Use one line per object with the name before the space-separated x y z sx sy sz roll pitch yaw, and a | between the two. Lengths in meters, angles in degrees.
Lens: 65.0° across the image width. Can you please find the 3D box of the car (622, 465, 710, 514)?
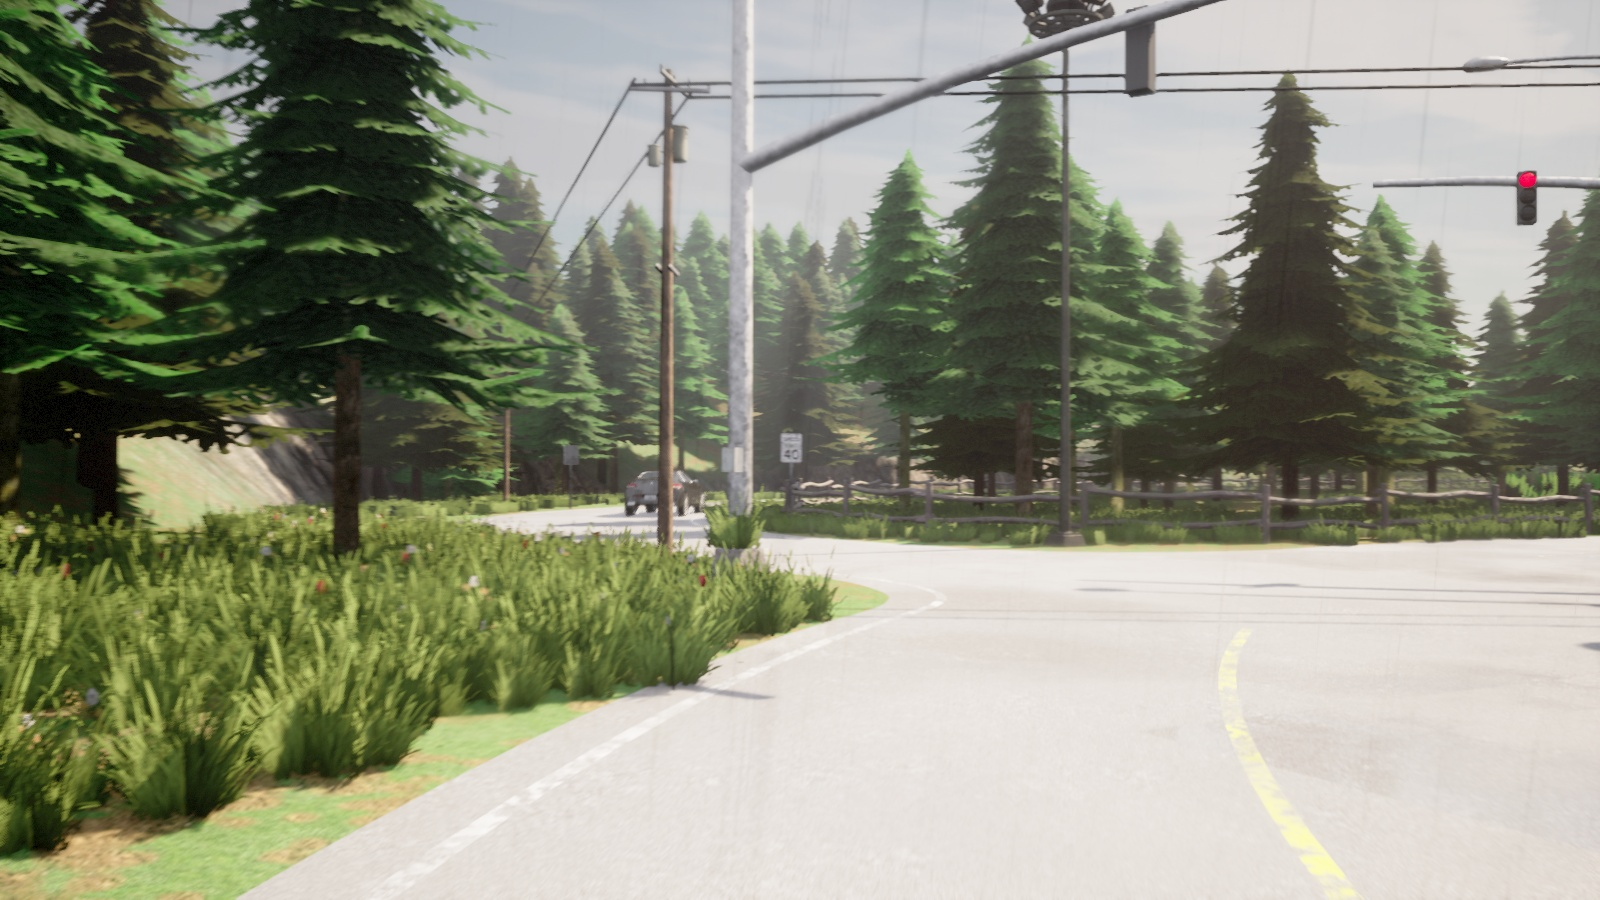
car | -4.732 1.388 45.156 2.152 1.651 5.027 0 -1 6
